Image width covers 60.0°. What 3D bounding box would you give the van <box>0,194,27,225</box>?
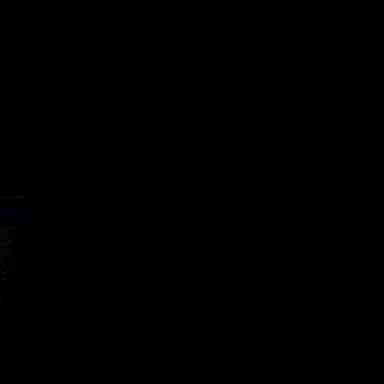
[{"bbox_3d":[-10.988,1.151,22.221,1.690,1.788,3.998,2,2,35],"label":"van"}]
